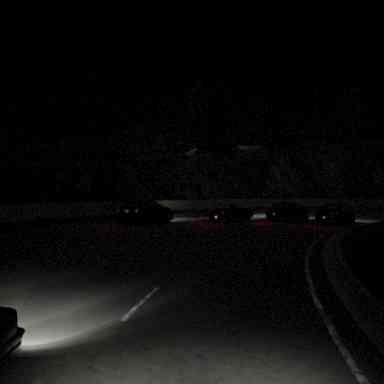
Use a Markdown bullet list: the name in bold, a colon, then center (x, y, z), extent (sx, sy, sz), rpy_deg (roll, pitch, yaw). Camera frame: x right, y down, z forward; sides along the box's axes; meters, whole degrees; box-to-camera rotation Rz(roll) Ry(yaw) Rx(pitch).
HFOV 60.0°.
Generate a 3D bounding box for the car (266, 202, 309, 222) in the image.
- **car**: center (7.850, 1.522, 27.045), extent (1.882, 1.535, 5.008), rpy_deg (0, 0, 41)

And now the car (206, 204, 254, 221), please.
- **car**: center (3.196, 1.611, 27.038), extent (1.895, 1.301, 4.718), rpy_deg (0, 0, 38)

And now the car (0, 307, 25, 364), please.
- **car**: center (-3.239, 1.523, 1.841), extent (2.033, 1.411, 5.357), rpy_deg (0, 0, 4)

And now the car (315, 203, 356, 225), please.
- **car**: center (10.870, 1.593, 25.171), extent (1.812, 1.442, 4.674), rpy_deg (0, 0, 42)

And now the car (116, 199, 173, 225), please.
- **car**: center (-3.292, 1.316, 24.039), extent (2.097, 1.767, 4.553), rpy_deg (1, 0, 30)
